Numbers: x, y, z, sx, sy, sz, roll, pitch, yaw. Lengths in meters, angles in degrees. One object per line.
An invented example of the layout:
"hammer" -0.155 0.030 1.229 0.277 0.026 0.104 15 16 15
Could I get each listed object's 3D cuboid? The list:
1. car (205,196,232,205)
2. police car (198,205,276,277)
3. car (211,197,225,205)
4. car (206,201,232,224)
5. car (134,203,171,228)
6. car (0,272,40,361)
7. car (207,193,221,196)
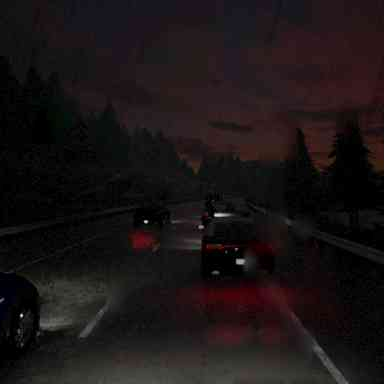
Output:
"car" 1.696 1.349 20.018 2.097 1.767 4.553 0 0 4
"police car" 1.232 1.424 10.353 1.930 1.638 5.238 0 0 2
"car" 4.558 1.541 58.234 2.033 1.411 5.357 0 0 8
"car" 2.117 1.523 25.922 1.812 1.442 4.674 0 0 5
"car" -2.569 1.503 22.233 1.837 1.490 4.892 0 0 4
"car" -3.326 1.352 3.121 2.097 1.767 4.553 0 0 1
"car" 3.033 1.216 45.232 2.150 2.045 5.566 0 0 7
